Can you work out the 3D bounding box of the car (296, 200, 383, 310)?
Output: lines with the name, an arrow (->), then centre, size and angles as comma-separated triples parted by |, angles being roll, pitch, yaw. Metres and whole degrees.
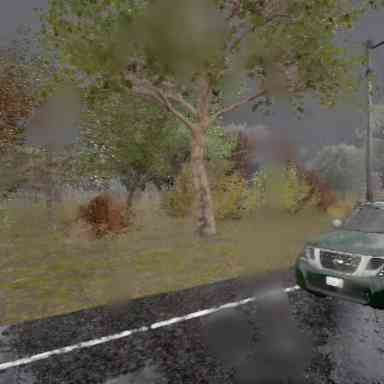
car -> 4.717, 1.205, 7.400 | 5.566, 2.045, 2.150 | 0, 0, -36
